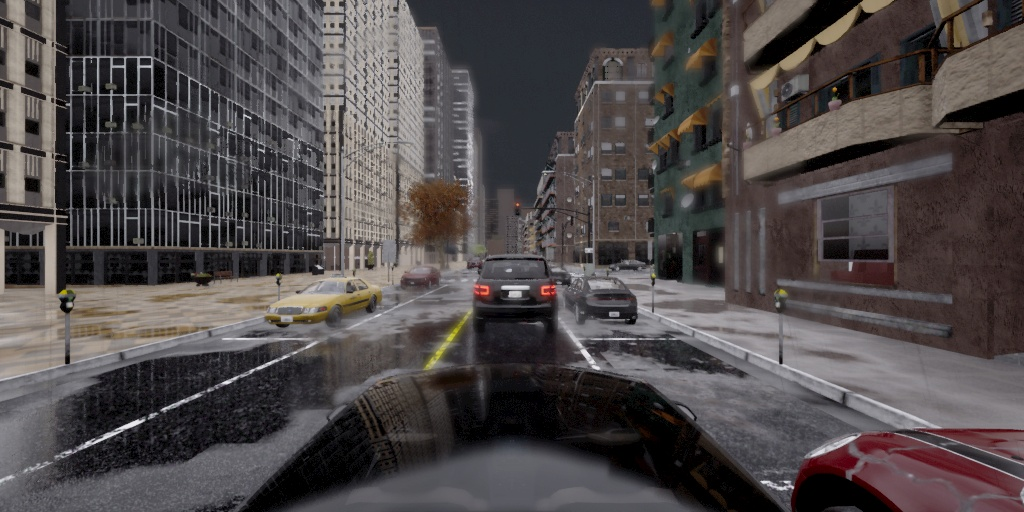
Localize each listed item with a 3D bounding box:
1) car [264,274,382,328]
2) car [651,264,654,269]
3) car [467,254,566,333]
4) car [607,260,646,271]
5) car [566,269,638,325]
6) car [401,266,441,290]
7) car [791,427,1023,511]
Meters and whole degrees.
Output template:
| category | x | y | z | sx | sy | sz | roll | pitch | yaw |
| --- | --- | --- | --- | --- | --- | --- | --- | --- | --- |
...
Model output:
| category | x | y | z | sx | sy | sz | roll | pitch | yaw |
| --- | --- | --- | --- | --- | --- | --- | --- | --- | --- |
| car | -5.685 | 1.276 | 11.462 | 1.751 | 1.417 | 4.829 | 0 | 0 | 0 |
| car | 18.863 | 1.006 | 42.149 | 4.829 | 1.417 | 1.751 | 0 | 0 | -1 |
| car | 0.097 | 0.972 | 10.904 | 2.150 | 2.045 | 5.566 | 0 | 0 | 0 |
| car | 13.466 | 1.109 | 42.098 | 4.403 | 1.370 | 2.007 | 0 | 0 | -1 |
| car | 2.696 | 1.301 | 11.625 | 2.007 | 1.370 | 4.403 | 0 | 0 | 0 |
| car | -5.676 | 1.300 | 22.698 | 1.888 | 1.381 | 4.507 | 0 | 0 | 0 |
| car | 2.686 | 1.190 | 0.560 | 1.967 | 1.591 | 4.097 | 0 | 0 | 0 |
